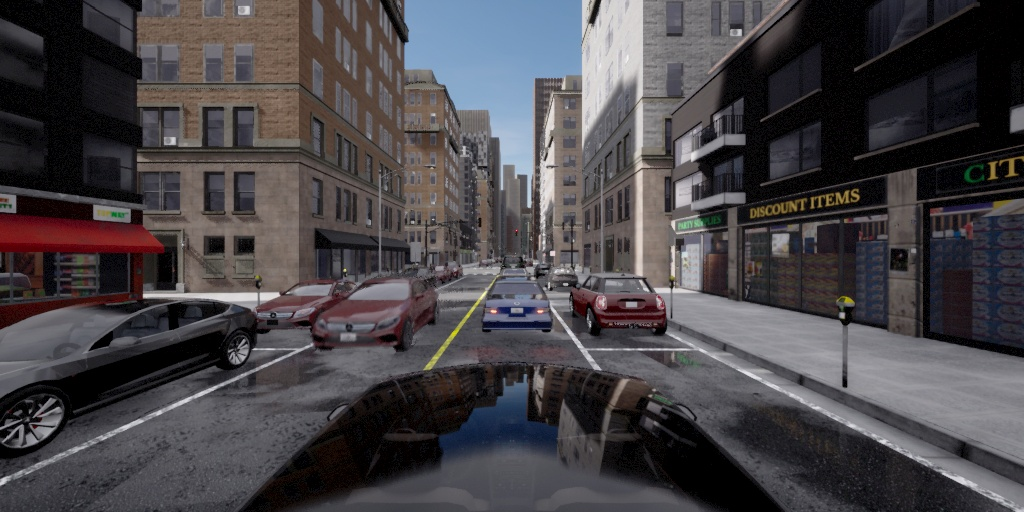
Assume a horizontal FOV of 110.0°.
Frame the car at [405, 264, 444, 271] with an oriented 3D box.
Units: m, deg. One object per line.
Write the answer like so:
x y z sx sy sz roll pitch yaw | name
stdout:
-5.623 1.317 21.563 1.948 1.339 4.313 0 0 0 | car

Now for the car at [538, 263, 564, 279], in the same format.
2.902 1.301 21.542 2.007 1.370 4.403 0 0 0 | car

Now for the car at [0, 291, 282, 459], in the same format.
-5.664 1.315 5.060 1.948 1.339 4.313 0 0 0 | car

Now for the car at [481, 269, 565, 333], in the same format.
0.122 1.297 10.755 2.033 1.411 5.357 0 0 0 | car

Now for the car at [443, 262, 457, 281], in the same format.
-5.610 1.334 27.065 1.802 1.307 4.207 0 0 0 | car

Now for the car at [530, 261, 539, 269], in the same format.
2.930 1.319 32.545 1.948 1.339 4.313 0 0 0 | car

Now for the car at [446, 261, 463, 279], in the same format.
-5.596 1.193 32.566 1.967 1.591 4.097 0 0 0 | car

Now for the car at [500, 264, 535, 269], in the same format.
0.145 1.352 21.261 1.895 1.301 4.718 0 0 0 | car

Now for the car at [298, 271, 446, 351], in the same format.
-3.085 1.275 9.098 1.812 1.442 4.674 0 0 0 | car

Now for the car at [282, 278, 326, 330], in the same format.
-5.650 1.332 10.561 1.802 1.307 4.207 0 0 0 | car

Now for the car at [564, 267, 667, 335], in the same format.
2.875 1.190 10.540 1.967 1.591 4.097 0 0 0 | car

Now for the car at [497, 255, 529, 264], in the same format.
0.079 0.975 31.293 2.150 2.045 5.566 0 0 -1 | car
